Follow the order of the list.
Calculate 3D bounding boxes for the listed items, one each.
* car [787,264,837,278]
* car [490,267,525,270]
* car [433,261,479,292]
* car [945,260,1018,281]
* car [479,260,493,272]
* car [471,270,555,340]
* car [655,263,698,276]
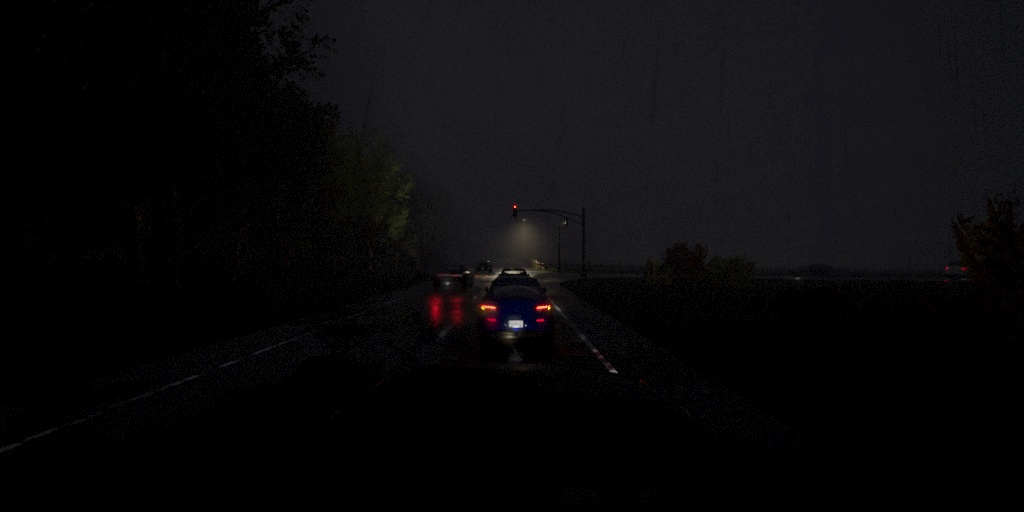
[{"bbox_3d":[34.124,1.679,40.846,4.892,1.490,1.837,0,-1,0],"label":"car"},{"bbox_3d":[0.099,1.316,18.662,1.994,1.385,4.181,0,0,0],"label":"car"},{"bbox_3d":[-3.402,1.244,21.418,2.128,1.511,4.902,0,0,0],"label":"car"},{"bbox_3d":[48.549,1.495,37.193,5.566,2.045,2.150,1,-1,0],"label":"car"},{"bbox_3d":[-3.400,1.245,43.855,2.128,1.511,4.902,0,0,0],"label":"car"},{"bbox_3d":[0.100,1.277,9.906,1.812,1.442,4.674,0,0,0],"label":"car"},{"bbox_3d":[18.542,1.510,40.925,4.892,1.490,1.837,1,-1,0],"label":"car"}]
